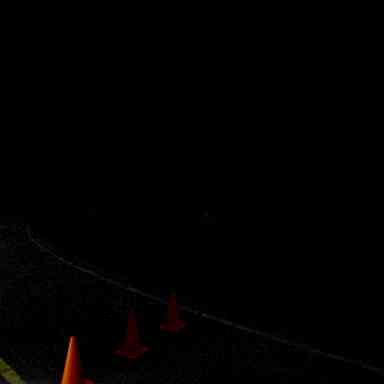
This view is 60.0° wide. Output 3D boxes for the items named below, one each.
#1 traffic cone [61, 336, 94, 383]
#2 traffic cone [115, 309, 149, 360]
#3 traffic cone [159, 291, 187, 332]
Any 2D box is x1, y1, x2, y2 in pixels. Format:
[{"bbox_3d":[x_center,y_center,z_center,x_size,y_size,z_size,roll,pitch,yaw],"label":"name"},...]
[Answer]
[{"bbox_3d":[-1.355,1.946,3.797,0.340,0.580,0.340,1,1,31],"label":"traffic cone"},{"bbox_3d":[-0.836,1.939,4.647,0.340,0.580,0.340,1,1,31],"label":"traffic cone"},{"bbox_3d":[-0.316,1.932,5.497,0.340,0.580,0.340,1,1,31],"label":"traffic cone"}]
